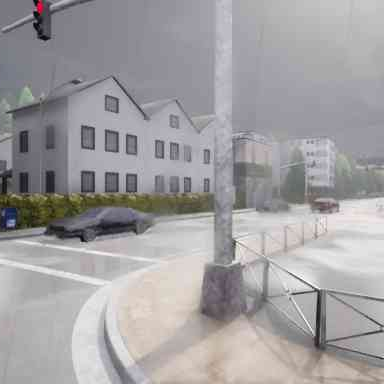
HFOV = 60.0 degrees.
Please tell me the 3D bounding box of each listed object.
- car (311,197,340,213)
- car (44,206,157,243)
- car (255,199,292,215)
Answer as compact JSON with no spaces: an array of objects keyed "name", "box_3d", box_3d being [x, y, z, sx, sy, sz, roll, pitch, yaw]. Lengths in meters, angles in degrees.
[{"name":"car","box_3d":[13.515,1.289,33.611,1.882,1.535,5.008,0,0,35]},{"name":"car","box_3d":[-3.934,1.360,15.389,2.033,1.411,5.357,0,0,35]},{"name":"car","box_3d":[8.007,1.360,32.208,2.033,1.411,5.357,0,0,36]}]
